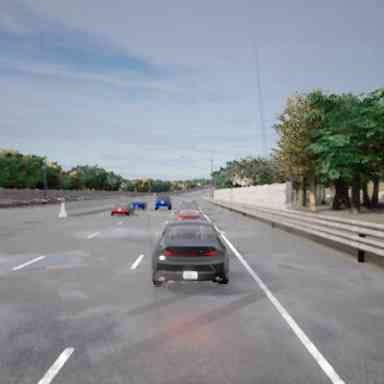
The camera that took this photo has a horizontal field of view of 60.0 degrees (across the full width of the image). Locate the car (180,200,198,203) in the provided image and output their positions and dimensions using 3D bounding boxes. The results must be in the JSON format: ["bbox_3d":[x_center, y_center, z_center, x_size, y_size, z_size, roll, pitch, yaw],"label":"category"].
[{"bbox_3d":[-0.268,1.655,27.663,1.837,1.490,4.892,0,0,-1],"label":"car"}]

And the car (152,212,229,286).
[{"bbox_3d":[-0.049,1.555,9.550,1.837,1.490,4.892,0,0,0],"label":"car"}]

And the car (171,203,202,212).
[{"bbox_3d":[-0.159,1.636,20.452,1.812,1.442,4.674,0,0,-1],"label":"car"}]

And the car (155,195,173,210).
[{"bbox_3d":[-3.997,1.482,47.378,2.150,2.045,5.566,0,0,-1],"label":"car"}]

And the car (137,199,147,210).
[{"bbox_3d":[-7.499,1.736,47.356,1.882,1.535,5.008,0,0,-1],"label":"car"}]

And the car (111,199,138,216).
[{"bbox_3d":[-7.292,1.756,35.327,1.994,1.385,4.181,0,0,-1],"label":"car"}]

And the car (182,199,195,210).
[{"bbox_3d":[-0.497,1.784,47.368,1.812,1.442,4.674,0,0,-1],"label":"car"}]
